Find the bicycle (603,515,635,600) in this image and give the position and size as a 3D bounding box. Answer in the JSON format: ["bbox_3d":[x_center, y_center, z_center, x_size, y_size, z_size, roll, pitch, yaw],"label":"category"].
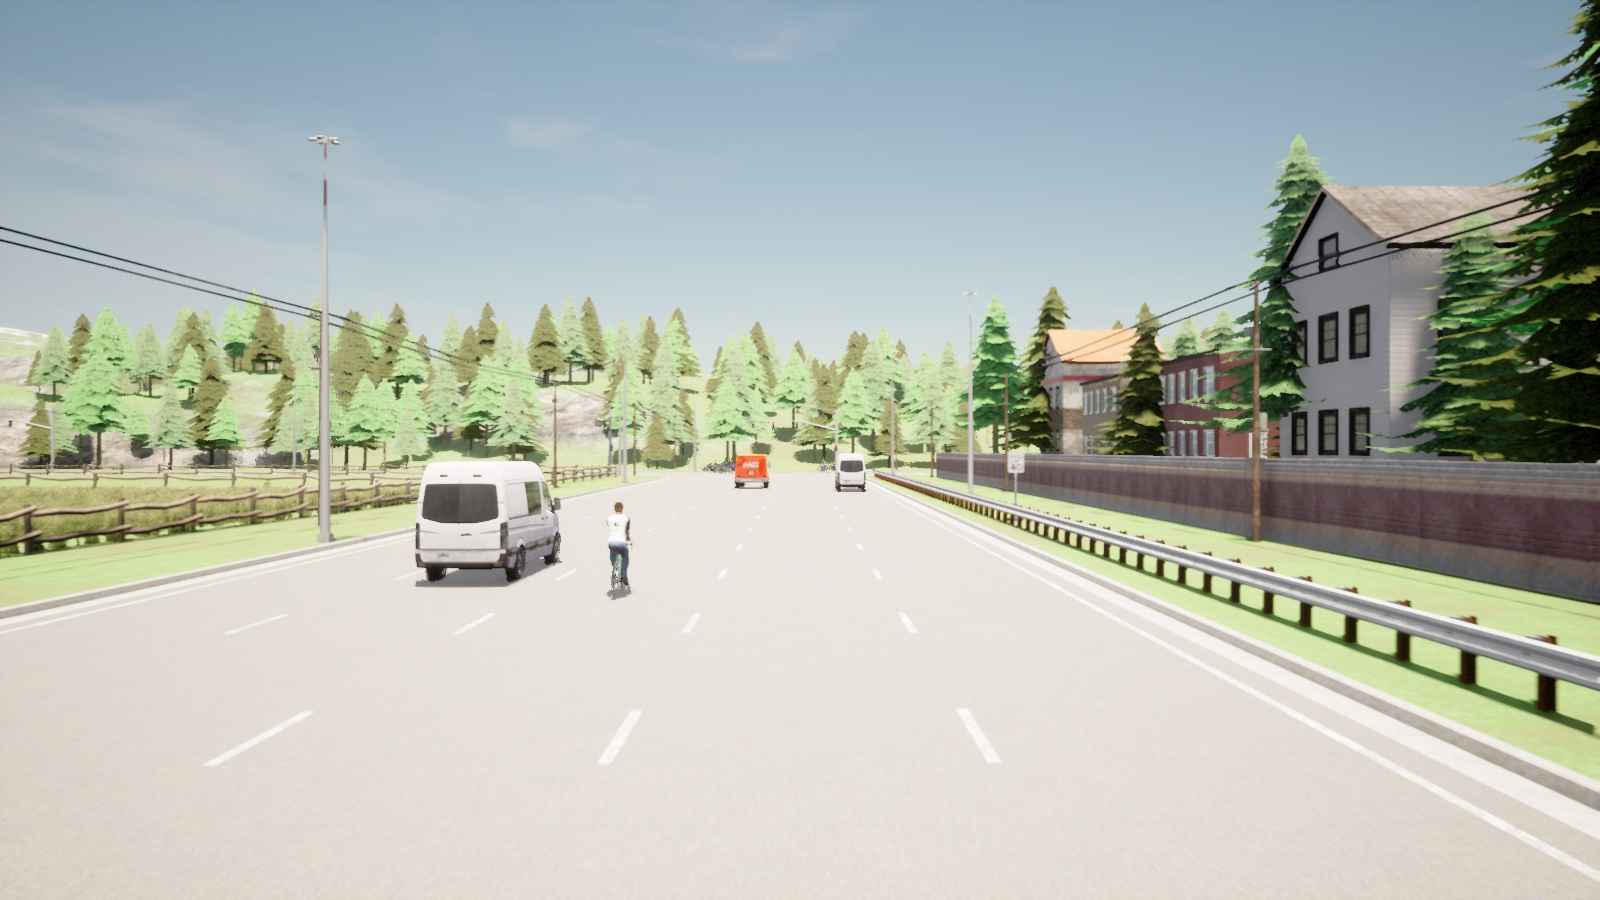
[{"bbox_3d":[-3.503,2.056,22.192,0.373,1.496,1.643,0,0,0],"label":"bicycle"}]

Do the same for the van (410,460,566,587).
[{"bbox_3d":[-7.001,1.534,26.391,1.988,2.561,5.915,0,0,0],"label":"van"}]
